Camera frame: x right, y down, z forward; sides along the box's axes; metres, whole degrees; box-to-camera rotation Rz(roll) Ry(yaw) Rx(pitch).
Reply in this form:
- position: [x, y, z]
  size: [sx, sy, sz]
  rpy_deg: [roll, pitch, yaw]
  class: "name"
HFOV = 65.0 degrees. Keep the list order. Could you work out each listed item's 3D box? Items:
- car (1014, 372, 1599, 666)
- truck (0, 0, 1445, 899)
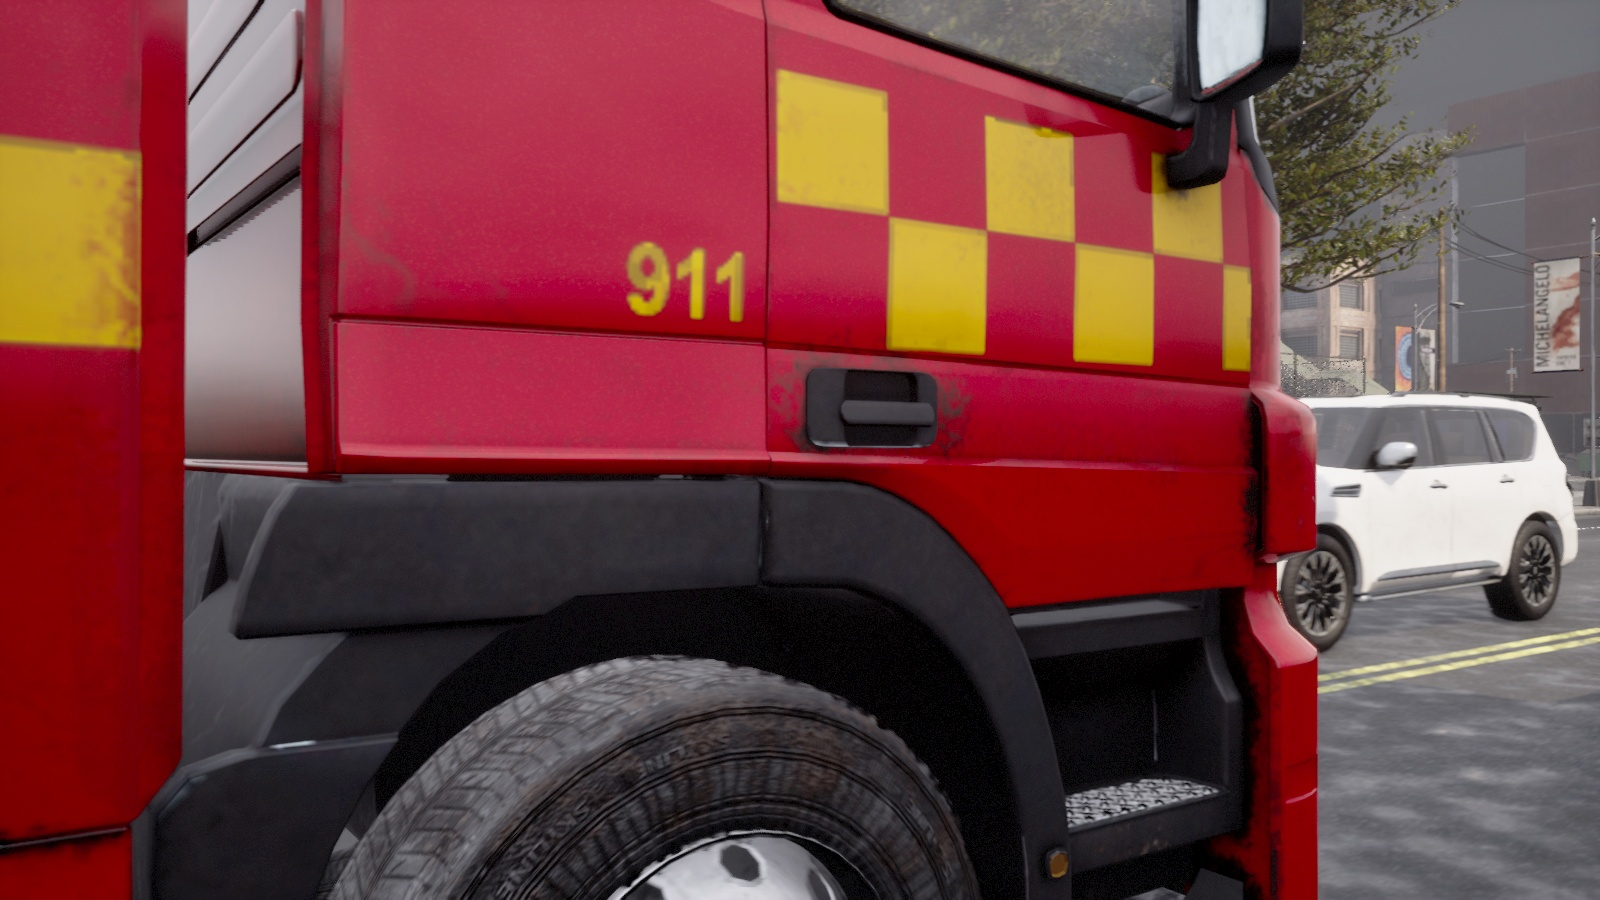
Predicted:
- position: [4.698, 0.481, 11.189]
  size: [5.566, 2.045, 2.150]
  rpy_deg: [0, 0, -34]
  class: "car"
- position: [-2.790, -0.410, 1.719]
  size: [8.468, 3.827, 2.891]
  rpy_deg: [0, 0, -35]
  class: "truck"
